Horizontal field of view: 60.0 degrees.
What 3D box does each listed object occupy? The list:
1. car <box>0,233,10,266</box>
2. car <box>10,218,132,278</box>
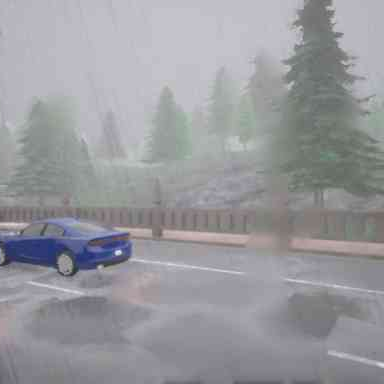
[{"bbox_3d":[-6.811,1.569,7.934,5.008,1.535,1.882,-1,0,30],"label":"car"},{"bbox_3d":[-4.179,1.550,10.449,5.008,1.535,1.882,-1,0,30],"label":"car"}]
